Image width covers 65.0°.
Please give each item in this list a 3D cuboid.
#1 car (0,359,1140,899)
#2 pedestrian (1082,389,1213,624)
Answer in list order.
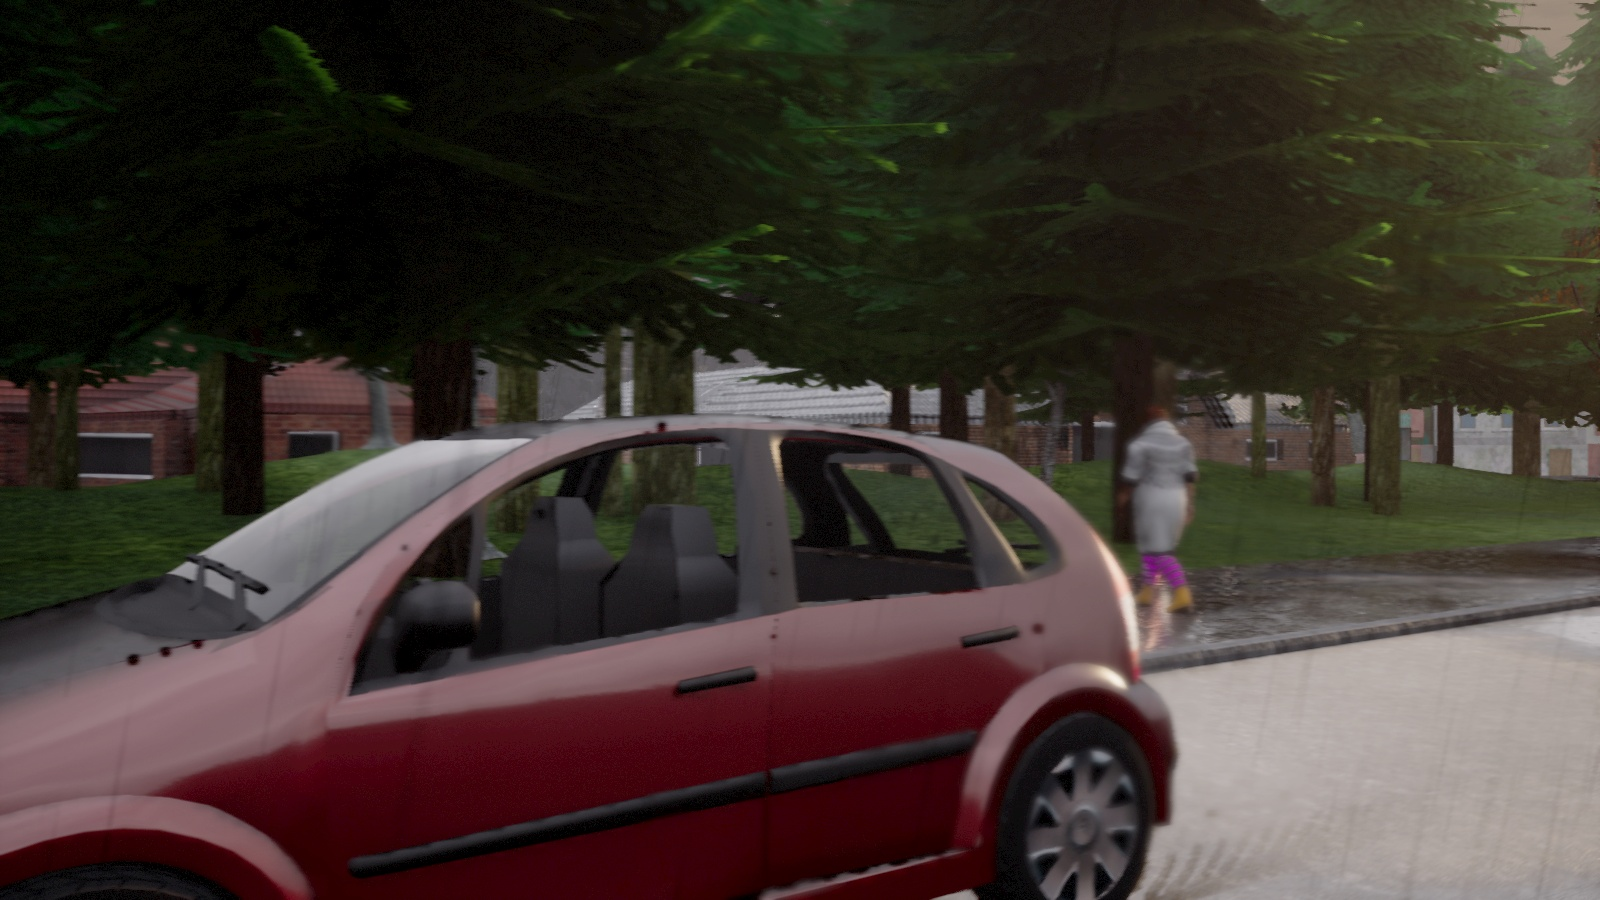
[{"bbox_3d":[-1.120,0.653,3.489,3.988,1.617,1.851,0,0,-35],"label":"car"},{"bbox_3d":[3.017,0.468,10.939,0.659,1.952,0.873,0,0,-32],"label":"pedestrian"}]
